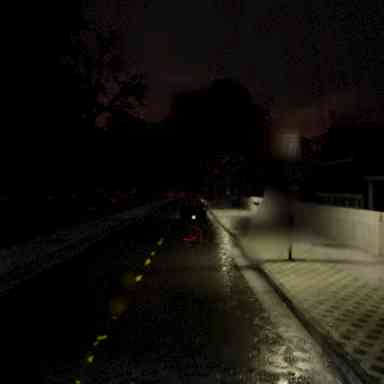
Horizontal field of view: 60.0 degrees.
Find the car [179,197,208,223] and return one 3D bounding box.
[{"bbox_3d":[0.110,1.380,24.315,1.837,1.490,4.892,0,1,0],"label":"car"}]

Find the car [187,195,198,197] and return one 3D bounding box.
[{"bbox_3d":[0.115,1.141,41.328,2.097,1.767,4.553,0,0,0],"label":"car"}]
